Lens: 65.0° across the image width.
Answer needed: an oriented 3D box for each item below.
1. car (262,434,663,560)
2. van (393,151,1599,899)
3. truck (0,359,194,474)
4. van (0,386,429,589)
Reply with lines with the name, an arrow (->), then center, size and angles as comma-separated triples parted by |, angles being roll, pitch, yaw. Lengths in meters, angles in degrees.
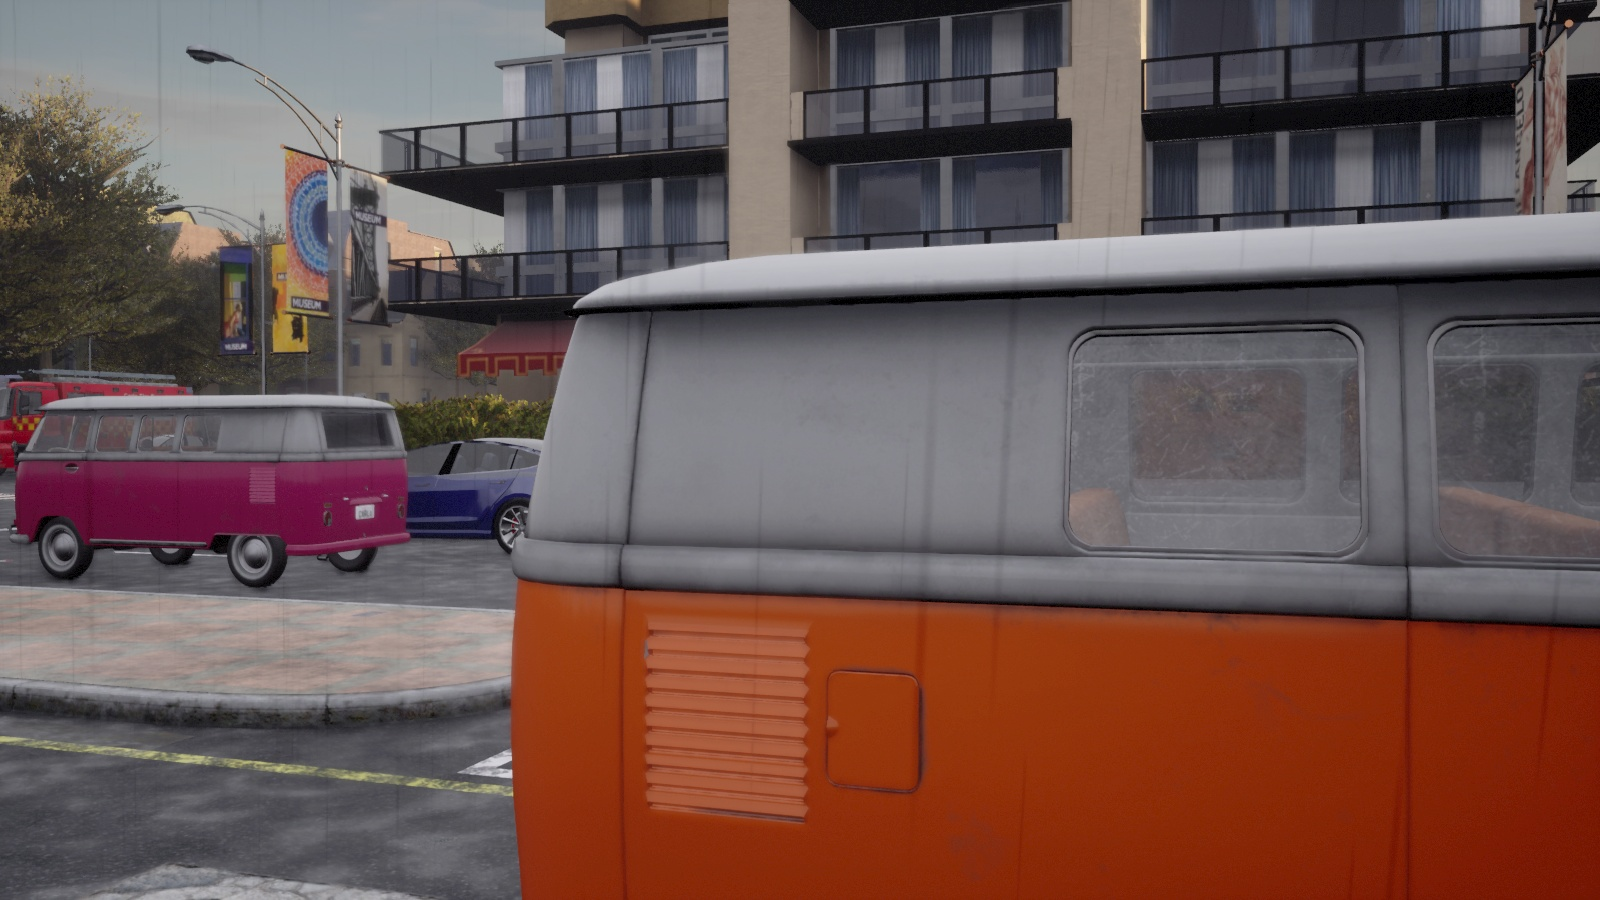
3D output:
car -> -4.484, 0.540, 16.834 | 4.792, 1.488, 2.163 | 1, 1, 19
van -> 1.570, 0.543, 2.661 | 4.442, 1.987, 1.775 | 1, 1, 19
truck -> -26.770, -1.180, 46.298 | 2.891, 3.827, 8.468 | 1, 1, 18
van -> -6.511, 0.334, 13.820 | 4.442, 1.987, 1.775 | 1, 1, 19
